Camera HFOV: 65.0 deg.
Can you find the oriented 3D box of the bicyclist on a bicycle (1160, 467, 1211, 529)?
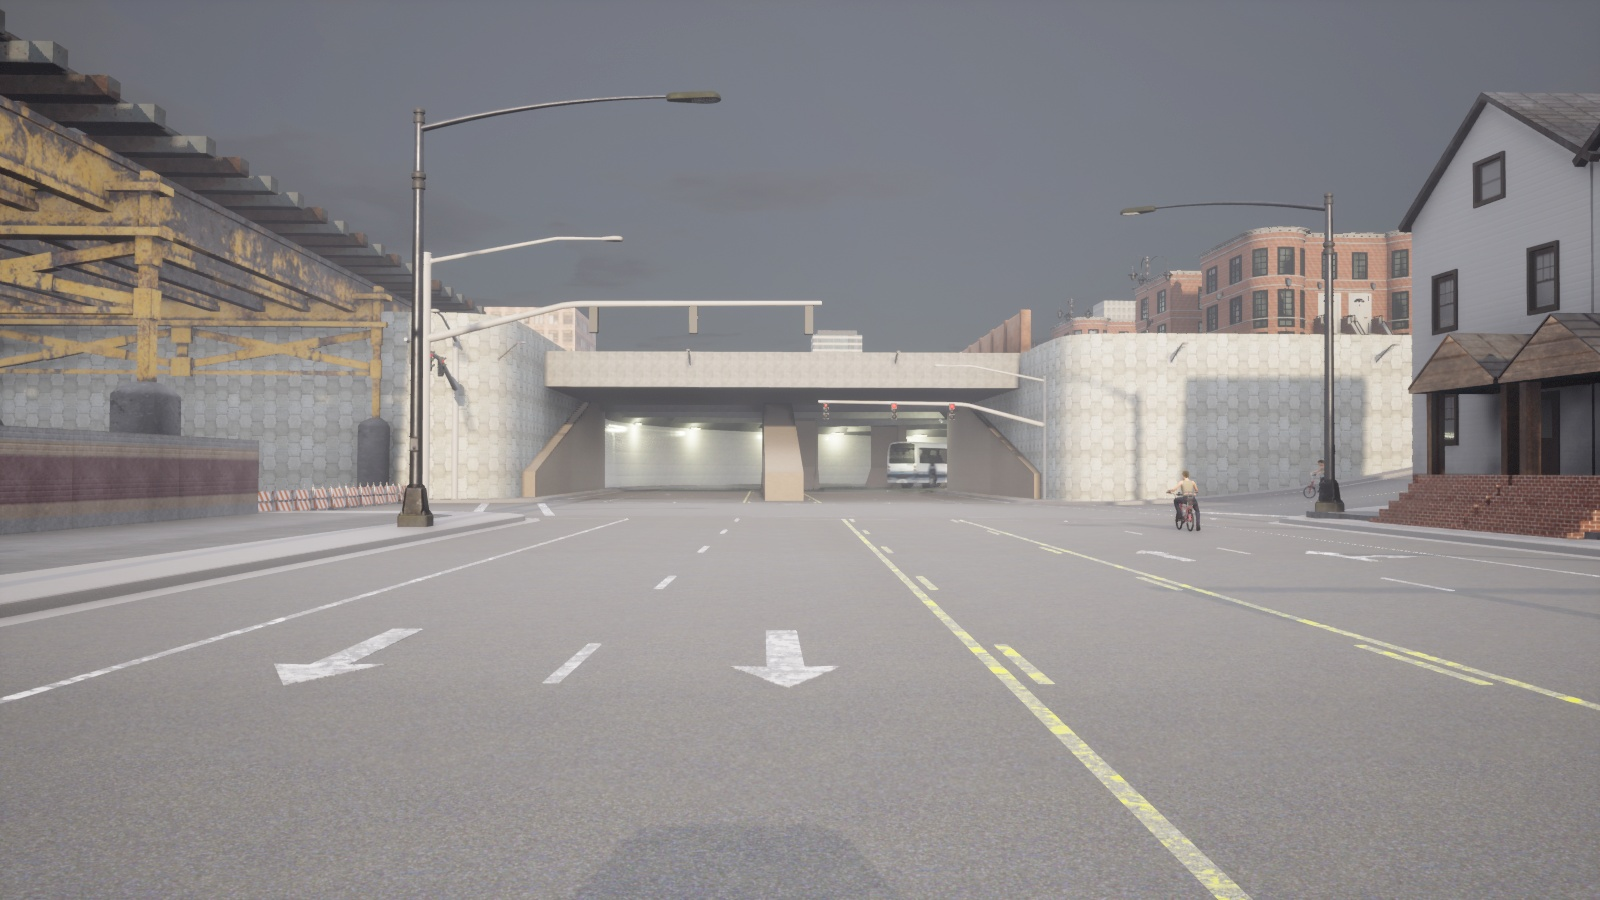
[{"bbox_3d":[10.309,1.273,33.622,0.866,1.612,1.509,0,-1,0],"label":"bicyclist on a bicycle"}]
